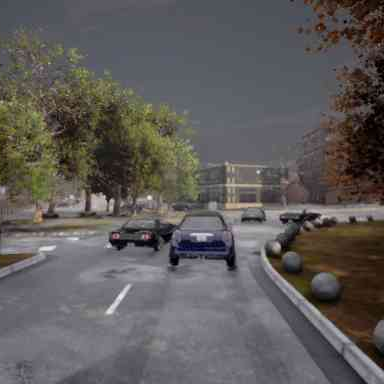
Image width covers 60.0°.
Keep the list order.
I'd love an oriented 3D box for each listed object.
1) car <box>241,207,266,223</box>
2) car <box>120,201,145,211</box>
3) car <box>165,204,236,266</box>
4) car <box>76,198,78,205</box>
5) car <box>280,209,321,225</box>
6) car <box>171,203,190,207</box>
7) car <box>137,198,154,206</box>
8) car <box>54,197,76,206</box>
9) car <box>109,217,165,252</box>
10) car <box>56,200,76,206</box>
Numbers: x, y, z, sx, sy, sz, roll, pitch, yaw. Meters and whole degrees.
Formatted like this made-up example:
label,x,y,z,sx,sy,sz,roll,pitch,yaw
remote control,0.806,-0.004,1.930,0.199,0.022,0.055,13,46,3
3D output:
label,x,y,z,sx,sy,sz,roll,pitch,yaw
car,5.901,2.120,31.745,1.994,1.385,4.181,0,-1,16
car,-10.510,2.593,55.322,4.181,1.385,1.994,0,-1,10
car,0.532,1.501,12.396,2.097,1.767,4.553,0,-1,6
car,-33.003,2.932,86.297,5.008,1.535,2.097,0,-1,-15
car,9.399,2.094,28.553,1.895,1.301,4.718,-1,-2,41
car,-1.681,2.558,55.820,4.892,1.490,1.837,0,-1,36
car,-12.367,3.049,86.975,4.792,1.488,2.163,0,-1,-15
car,-32.263,2.775,83.636,4.553,1.767,2.185,0,-1,-15
car,-1.891,1.796,15.000,1.895,1.301,4.718,0,-1,12
car,-33.699,2.998,88.963,4.674,1.452,2.002,0,-1,-15
